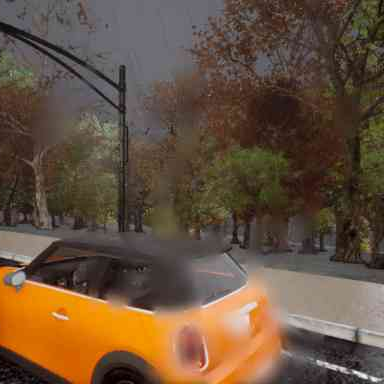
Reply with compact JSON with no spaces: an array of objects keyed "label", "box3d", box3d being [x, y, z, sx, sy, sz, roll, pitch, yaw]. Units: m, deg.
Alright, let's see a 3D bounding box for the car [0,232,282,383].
[{"label":"car","box3d":[-1.223,1.351,4.569,4.553,1.767,2.097,0,0,36]}]
